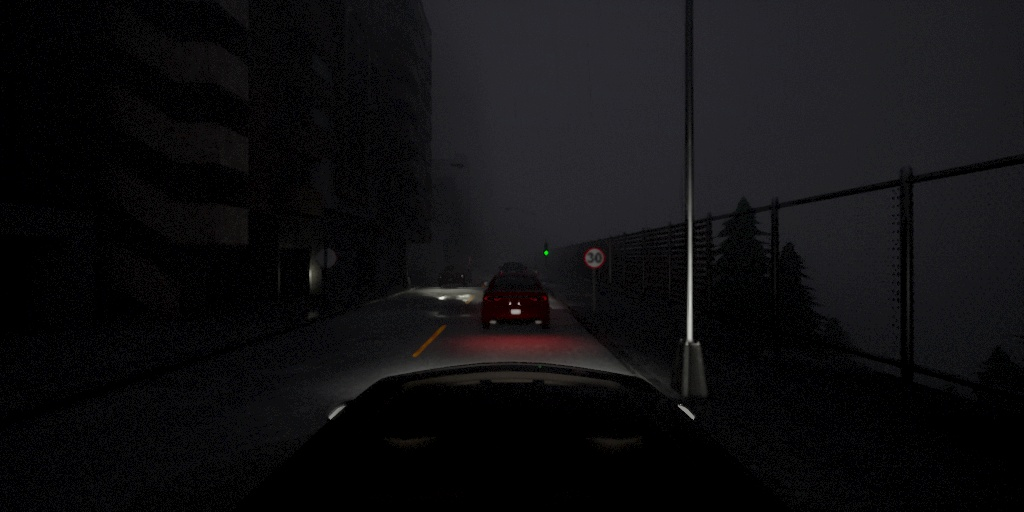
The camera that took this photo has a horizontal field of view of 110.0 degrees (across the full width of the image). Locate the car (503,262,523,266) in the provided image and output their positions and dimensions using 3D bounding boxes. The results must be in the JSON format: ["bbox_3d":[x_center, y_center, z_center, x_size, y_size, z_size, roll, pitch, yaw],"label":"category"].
[{"bbox_3d":[0.081,1.203,26.649,2.097,1.767,4.553,0,0,0],"label":"car"}]

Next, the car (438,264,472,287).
[{"bbox_3d":[-4.040,1.326,26.094,1.882,1.535,5.008,0,-1,1],"label":"car"}]

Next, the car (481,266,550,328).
[{"bbox_3d":[0.092,1.268,11.635,1.882,1.535,5.008,0,0,0],"label":"car"}]
